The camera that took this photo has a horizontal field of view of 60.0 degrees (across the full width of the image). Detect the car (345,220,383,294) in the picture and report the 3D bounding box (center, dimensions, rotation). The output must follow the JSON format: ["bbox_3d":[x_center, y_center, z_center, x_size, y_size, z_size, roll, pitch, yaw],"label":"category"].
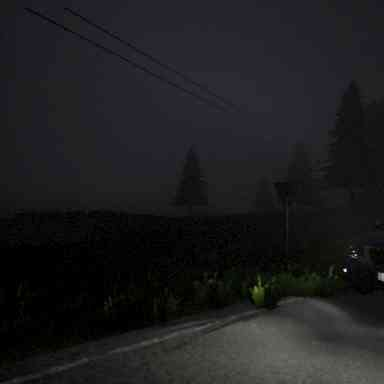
[{"bbox_3d":[5.877,1.259,7.812,5.566,2.045,2.150,0,0,-35],"label":"car"}]
